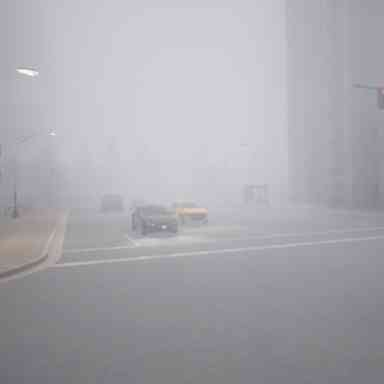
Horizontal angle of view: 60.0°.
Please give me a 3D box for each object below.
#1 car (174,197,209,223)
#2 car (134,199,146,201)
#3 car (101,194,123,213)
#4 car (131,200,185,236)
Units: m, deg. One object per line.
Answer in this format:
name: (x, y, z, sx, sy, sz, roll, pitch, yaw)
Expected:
car: (-0.409, 1.404, 24.145, 1.882, 1.535, 5.008, -1, 0, -20)
car: (-6.308, 1.529, 40.809, 2.033, 1.411, 5.357, -1, 0, -19)
car: (-9.501, 1.272, 39.314, 2.150, 2.045, 5.566, -1, 0, -19)
car: (-2.195, 1.483, 18.749, 1.837, 1.490, 4.892, -1, 1, -20)
